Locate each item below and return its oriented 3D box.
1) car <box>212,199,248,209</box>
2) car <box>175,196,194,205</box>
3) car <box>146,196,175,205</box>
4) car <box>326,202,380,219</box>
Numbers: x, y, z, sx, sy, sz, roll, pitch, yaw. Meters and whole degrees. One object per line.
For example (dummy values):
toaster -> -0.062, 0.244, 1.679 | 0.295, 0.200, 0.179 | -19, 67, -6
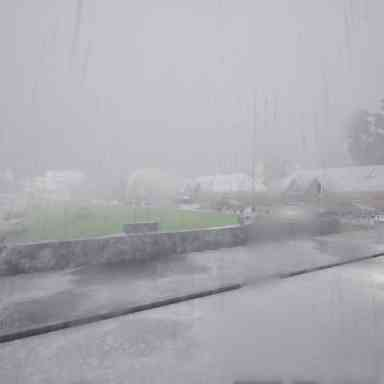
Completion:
car -> 4.611, 1.557, 41.652 | 2.033, 1.411, 5.357 | 0, 0, -35
car -> -1.673, 1.488, 57.611 | 1.882, 1.535, 5.008 | 0, 0, -35
car -> -5.306, 1.515, 55.663 | 1.837, 1.490, 4.892 | 0, 0, -35
car -> 13.809, 1.573, 28.732 | 1.994, 1.385, 4.181 | 0, 0, -35
